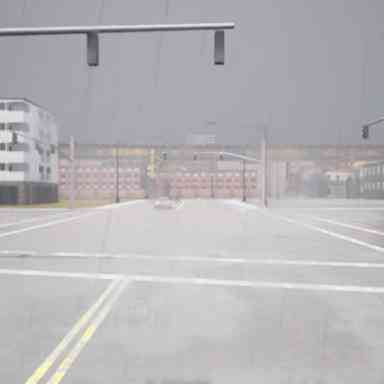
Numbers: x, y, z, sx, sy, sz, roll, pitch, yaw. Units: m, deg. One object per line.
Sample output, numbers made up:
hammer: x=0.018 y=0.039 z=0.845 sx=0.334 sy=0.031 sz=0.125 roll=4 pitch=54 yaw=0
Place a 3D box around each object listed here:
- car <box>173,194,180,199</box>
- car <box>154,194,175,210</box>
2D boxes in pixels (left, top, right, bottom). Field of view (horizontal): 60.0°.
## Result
car: x=-3.361 y=1.030 z=64.870 sx=1.812 sy=1.442 sz=4.674 roll=0 pitch=0 yaw=3
car: x=-3.407 y=1.339 z=39.681 sx=1.812 sy=1.442 sz=4.674 roll=0 pitch=1 yaw=0
